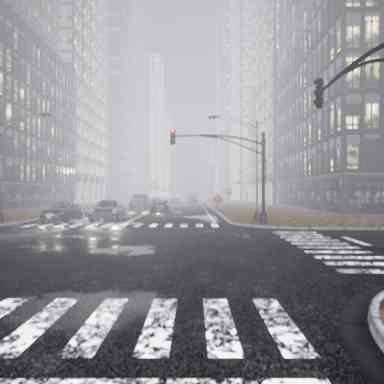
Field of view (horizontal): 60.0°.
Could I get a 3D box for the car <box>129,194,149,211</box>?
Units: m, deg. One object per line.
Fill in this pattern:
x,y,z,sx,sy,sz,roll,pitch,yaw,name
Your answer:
-6.531,1.245,42.207,2.150,2.045,5.566,0,0,0,car

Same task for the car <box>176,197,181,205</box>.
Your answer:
-3.152,1.629,61.016,1.994,1.385,4.181,0,0,0,car

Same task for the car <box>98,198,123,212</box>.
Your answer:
-9.789,1.544,40.192,1.812,1.442,4.674,0,0,0,car

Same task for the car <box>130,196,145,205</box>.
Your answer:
-9.700,1.539,59.858,1.882,1.535,5.008,0,0,1,car

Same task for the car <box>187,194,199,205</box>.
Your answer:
0.094,1.567,60.337,1.837,1.490,4.892,0,0,0,car

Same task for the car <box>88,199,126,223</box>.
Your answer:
-6.331,1.353,25.222,2.097,1.767,4.553,0,0,-3,car

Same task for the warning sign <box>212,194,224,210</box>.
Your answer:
2.911,1.130,37.733,1.300,1.860,1.060,0,0,0,warning sign

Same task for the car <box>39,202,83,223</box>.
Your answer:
-9.810,1.493,25.280,2.128,1.511,4.902,0,0,0,car

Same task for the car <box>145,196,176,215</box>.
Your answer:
-3.098,1.501,33.355,2.128,1.511,4.902,0,0,0,car

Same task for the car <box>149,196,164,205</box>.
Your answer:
-6.444,1.555,60.501,2.128,1.511,4.902,0,0,1,car
